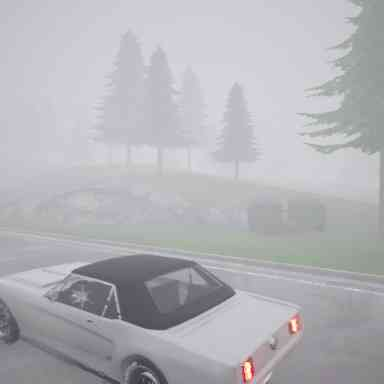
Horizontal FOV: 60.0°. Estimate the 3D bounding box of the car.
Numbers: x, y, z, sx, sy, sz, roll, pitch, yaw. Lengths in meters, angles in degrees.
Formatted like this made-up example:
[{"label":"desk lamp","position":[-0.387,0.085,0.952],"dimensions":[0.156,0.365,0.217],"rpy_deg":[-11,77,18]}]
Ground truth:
[{"label":"car","position":[-1.030,1.600,4.728],"dimensions":[4.718,1.301,1.895],"rpy_deg":[0,0,35]}]
